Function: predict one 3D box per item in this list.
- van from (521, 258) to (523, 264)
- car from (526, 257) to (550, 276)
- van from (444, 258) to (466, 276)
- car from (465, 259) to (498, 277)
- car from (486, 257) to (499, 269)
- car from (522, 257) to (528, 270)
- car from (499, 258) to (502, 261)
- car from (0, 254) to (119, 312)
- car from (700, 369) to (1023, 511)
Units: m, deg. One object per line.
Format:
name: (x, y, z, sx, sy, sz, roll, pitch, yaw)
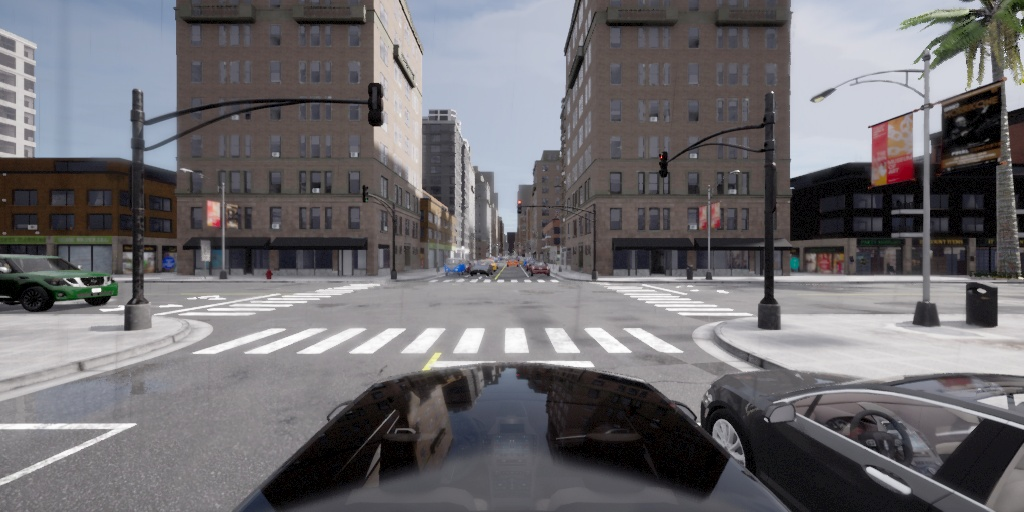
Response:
van: (2.798, 1.094, 59.090, 1.690, 1.789, 3.998, 0, 0, 0)
car: (2.743, 1.192, 36.413, 1.967, 1.591, 4.097, 0, 0, 0)
van: (-5.783, 1.093, 36.431, 1.690, 1.789, 3.998, 0, 0, 0)
car: (-2.997, 1.300, 36.621, 2.033, 1.411, 5.357, 0, 0, 4)
car: (-3.001, 1.231, 46.323, 1.882, 1.535, 5.008, 0, 0, 0)
car: (2.771, 1.193, 47.751, 1.967, 1.591, 4.097, 0, 0, 0)
car: (-2.969, 1.354, 56.241, 1.895, 1.301, 4.718, 0, 0, 0)
car: (-18.522, 0.949, 13.578, 5.566, 2.045, 2.150, 0, 0, 0)
car: (2.668, 1.300, 1.763, 2.007, 1.370, 4.403, 0, 0, 0)
